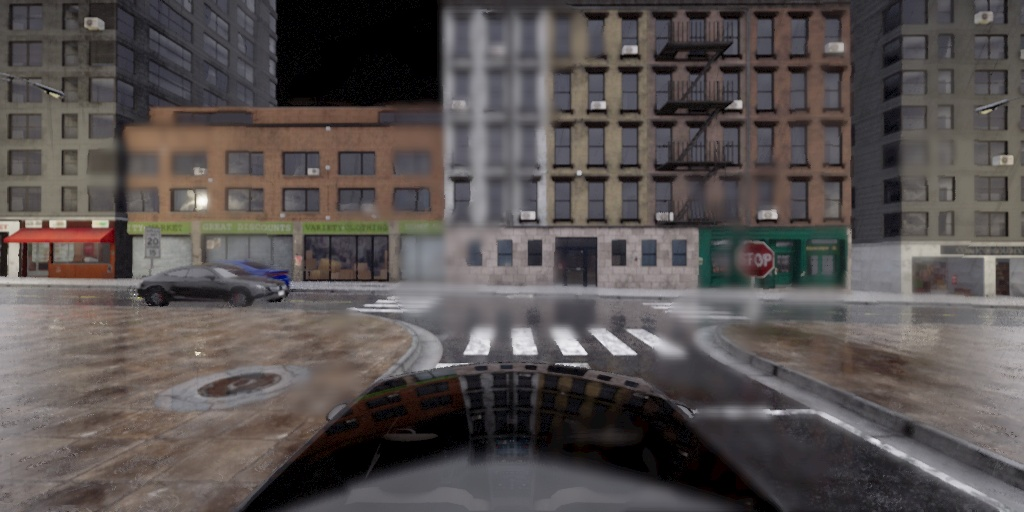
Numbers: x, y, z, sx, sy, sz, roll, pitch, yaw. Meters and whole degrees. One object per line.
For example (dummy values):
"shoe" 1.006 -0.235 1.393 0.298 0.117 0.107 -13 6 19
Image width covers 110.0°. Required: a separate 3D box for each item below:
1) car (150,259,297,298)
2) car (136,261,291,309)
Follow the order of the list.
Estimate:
"car" -12.683 0.969 15.999 5.008 1.535 1.882 1 0 -1
"car" -10.639 1.042 12.901 4.674 1.442 1.812 1 0 0
